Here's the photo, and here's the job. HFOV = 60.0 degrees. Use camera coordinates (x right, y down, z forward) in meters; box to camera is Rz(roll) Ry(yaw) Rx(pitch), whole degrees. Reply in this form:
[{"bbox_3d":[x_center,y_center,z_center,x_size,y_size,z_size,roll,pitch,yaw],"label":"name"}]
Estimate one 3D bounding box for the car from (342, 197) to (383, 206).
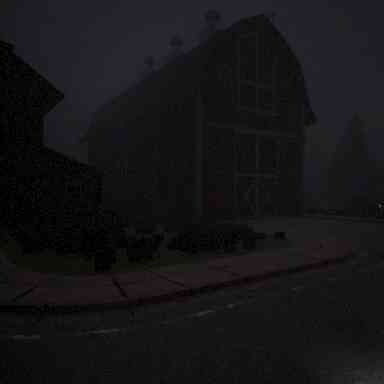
[{"bbox_3d":[18.240,1.363,35.109,2.097,1.767,4.553,0,0,-34],"label":"car"}]
